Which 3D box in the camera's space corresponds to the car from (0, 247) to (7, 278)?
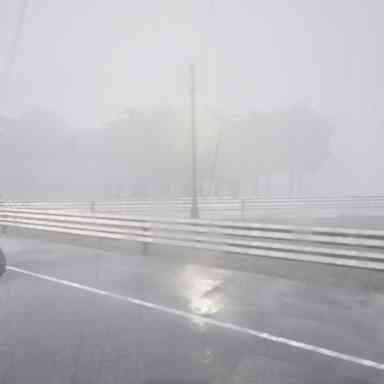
[{"bbox_3d":[-6.734,1.562,8.773,4.181,1.385,1.994,0,0,36],"label":"car"}]
